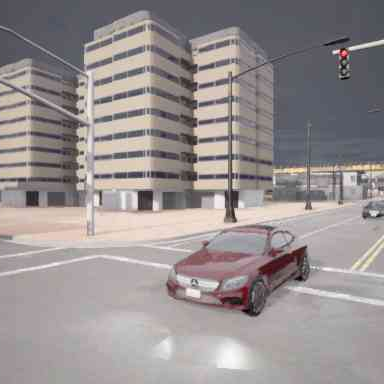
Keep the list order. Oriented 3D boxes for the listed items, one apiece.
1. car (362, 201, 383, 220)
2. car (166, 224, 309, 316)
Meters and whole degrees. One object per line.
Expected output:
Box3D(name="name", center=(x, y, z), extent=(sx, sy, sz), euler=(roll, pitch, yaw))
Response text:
Box3D(name="car", center=(15.509, 1.496, 27.812), extent=(2.128, 1.511, 4.902), euler=(0, 0, 35))
Box3D(name="car", center=(1.364, 1.536, 7.813), extent=(1.812, 1.442, 4.674), euler=(0, 0, 35))
